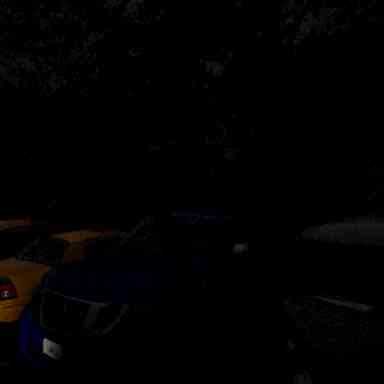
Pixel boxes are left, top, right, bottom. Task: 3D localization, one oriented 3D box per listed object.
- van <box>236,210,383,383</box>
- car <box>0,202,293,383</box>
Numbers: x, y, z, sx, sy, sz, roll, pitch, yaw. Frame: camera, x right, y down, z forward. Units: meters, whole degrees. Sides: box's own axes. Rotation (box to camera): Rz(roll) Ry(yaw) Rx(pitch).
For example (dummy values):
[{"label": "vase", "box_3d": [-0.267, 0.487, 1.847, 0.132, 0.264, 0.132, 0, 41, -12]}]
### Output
[{"label": "van", "box_3d": [2.418, 1.254, 3.893, 1.878, 1.987, 4.442, 0, 0, 35]}, {"label": "car", "box_3d": [0.201, 1.225, 5.582, 2.435, 2.045, 5.566, 0, 0, 35]}]
